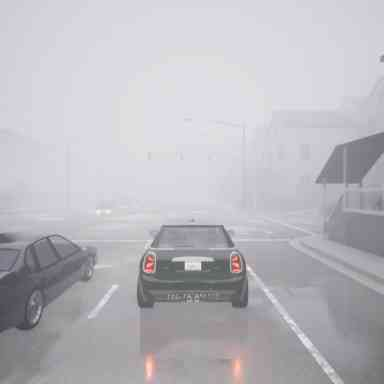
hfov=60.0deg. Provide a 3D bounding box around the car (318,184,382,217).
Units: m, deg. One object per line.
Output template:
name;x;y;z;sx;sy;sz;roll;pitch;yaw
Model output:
car;13.419;0.793;27.906;5.566;2.045;2.150;-13;0;-2

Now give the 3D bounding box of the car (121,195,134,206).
car;-11.120;1.345;52.862;2.097;1.767;4.553;0;0;-1

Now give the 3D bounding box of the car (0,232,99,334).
car;-3.486;1.546;6.823;2.033;1.411;5.357;0;0;0

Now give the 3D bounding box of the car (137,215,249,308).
car;0.005;1.351;8.104;2.097;1.767;4.553;0;0;0

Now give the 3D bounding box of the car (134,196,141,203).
car;-11.189;1.482;65.608;2.128;1.511;4.902;0;0;0

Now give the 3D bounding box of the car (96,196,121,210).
car;-11.030;1.558;43.200;1.994;1.385;4.181;0;0;-1
